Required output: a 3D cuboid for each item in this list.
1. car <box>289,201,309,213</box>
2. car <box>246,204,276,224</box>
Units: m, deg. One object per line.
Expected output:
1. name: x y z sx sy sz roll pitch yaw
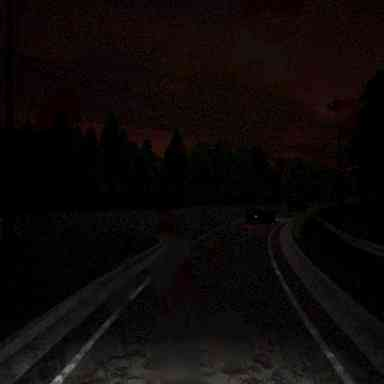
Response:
1. car: 14.312 1.963 44.557 2.128 1.511 4.902 0 -1 30
2. car: 5.791 1.761 27.758 1.882 1.535 5.008 0 -1 21
